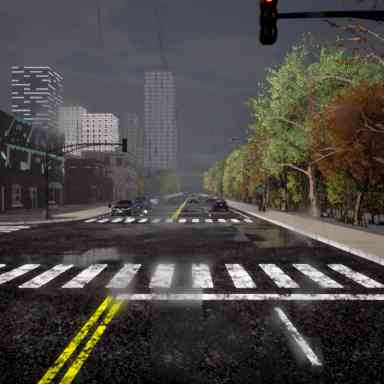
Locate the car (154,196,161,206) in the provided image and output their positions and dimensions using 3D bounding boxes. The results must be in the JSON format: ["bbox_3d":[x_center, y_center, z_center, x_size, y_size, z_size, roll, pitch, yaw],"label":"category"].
[{"bbox_3d":[-6.472,1.507,53.074,1.812,1.442,4.674,0,0,0],"label":"car"}]

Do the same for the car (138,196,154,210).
[{"bbox_3d":[-6.500,1.337,42.781,2.097,1.767,4.553,0,0,0],"label":"car"}]

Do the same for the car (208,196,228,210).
[{"bbox_3d":[3.435,1.533,41.737,2.033,1.411,5.357,0,0,0],"label":"car"}]

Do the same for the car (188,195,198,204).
[{"bbox_3d":[0.230,1.577,62.790,1.895,1.301,4.718,0,0,0],"label":"car"}]

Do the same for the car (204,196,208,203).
[{"bbox_3d":[3.488,1.522,66.287,2.033,1.411,5.357,0,0,0],"label":"car"}]

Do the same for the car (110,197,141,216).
[{"bbox_3d":[-6.524,1.516,32.588,1.812,1.442,4.674,0,0,0],"label":"car"}]

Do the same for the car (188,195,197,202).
[{"bbox_3d":[0.157,1.471,74.398,1.837,1.490,4.892,0,0,0],"label":"car"}]

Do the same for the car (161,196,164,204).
[{"bbox_3d":[-6.413,1.467,63.517,2.128,1.511,4.902,0,0,1],"label":"car"}]
